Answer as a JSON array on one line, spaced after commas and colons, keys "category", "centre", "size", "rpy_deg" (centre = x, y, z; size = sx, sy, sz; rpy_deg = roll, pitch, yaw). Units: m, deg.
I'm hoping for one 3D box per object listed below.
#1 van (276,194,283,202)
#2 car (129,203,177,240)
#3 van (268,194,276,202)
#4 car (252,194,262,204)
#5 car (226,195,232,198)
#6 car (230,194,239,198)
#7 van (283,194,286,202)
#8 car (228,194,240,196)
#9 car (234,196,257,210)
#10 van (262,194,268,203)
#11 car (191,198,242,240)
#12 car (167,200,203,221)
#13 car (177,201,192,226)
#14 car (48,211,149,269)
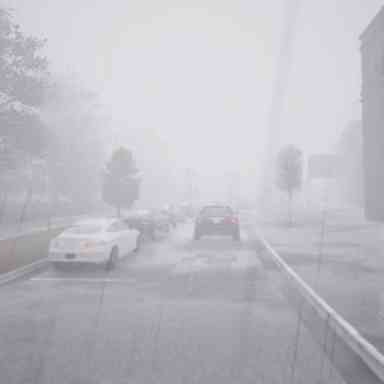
[{"category": "van", "centre": [19.750, 1.479, 80.443], "size": [1.878, 1.987, 4.442], "rpy_deg": [-4, -1, 31]}, {"category": "car", "centre": [-2.421, 1.556, 17.429], "size": [2.097, 1.535, 5.008], "rpy_deg": [-1, 0, 7]}, {"category": "van", "centre": [16.868, 1.450, 75.651], "size": [1.878, 1.987, 4.442], "rpy_deg": [-4, -1, 31]}, {"category": "car", "centre": [11.678, 1.627, 65.827], "size": [1.946, 1.575, 5.366], "rpy_deg": [-4, -1, 27]}, {"category": "car", "centre": [3.390, 1.597, 44.868], "size": [2.231, 1.521, 4.892], "rpy_deg": [-4, -1, 18]}, {"category": "car", "centre": [5.157, 1.604, 50.173], "size": [2.231, 1.521, 4.892], "rpy_deg": [-4, -1, 19]}, {"category": "van", "centre": [22.780, 1.514, 85.128], "size": [1.878, 1.987, 4.442], "rpy_deg": [-4, -1, 32]}, {"category": "car", "centre": [7.108, 1.357, 55.450], "size": [2.435, 2.045, 5.566], "rpy_deg": [-4, -1, 21]}, {"category": "car", "centre": [6.873, 1.630, 43.113], "size": [1.994, 1.385, 4.181], "rpy_deg": [-1, 0, 17]}, {"category": "van", "centre": [14.151, 1.425, 70.760], "size": [1.878, 1.987, 4.442], "rpy_deg": [-4, -1, 25]}, {"category": "car", "centre": [1.382, 1.385, 17.491], "size": [2.097, 1.767, 4.553], "rpy_deg": [0, 0, 7]}, {"category": "car", "centre": [-0.527, 1.562, 29.313], "size": [2.097, 1.535, 5.008], "rpy_deg": [-1, 0, 12]}, {"category": "car", "centre": [-1.657, 1.553, 23.088], "size": [2.231, 1.521, 4.892], "rpy_deg": [-1, 0, 10]}, {"category": "car", "centre": [-3.057, 1.575, 11.228], "size": [2.002, 1.452, 4.674], "rpy_deg": [-1, 0, 5]}]
